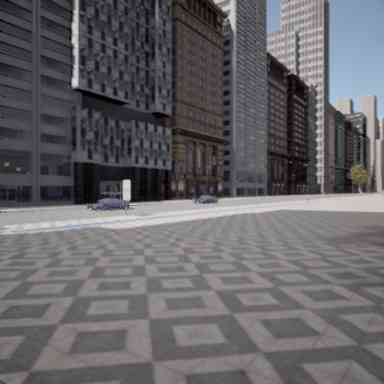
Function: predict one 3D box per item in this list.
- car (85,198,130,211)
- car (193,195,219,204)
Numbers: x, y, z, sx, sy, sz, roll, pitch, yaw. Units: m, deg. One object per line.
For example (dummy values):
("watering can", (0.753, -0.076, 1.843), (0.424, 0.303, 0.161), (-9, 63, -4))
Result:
("car", (-9.673, 1.412, 38.744), (2.033, 1.411, 5.357), (0, 0, 36))
("car", (2.401, 1.282, 55.304), (2.033, 1.411, 5.357), (0, 0, 36))
